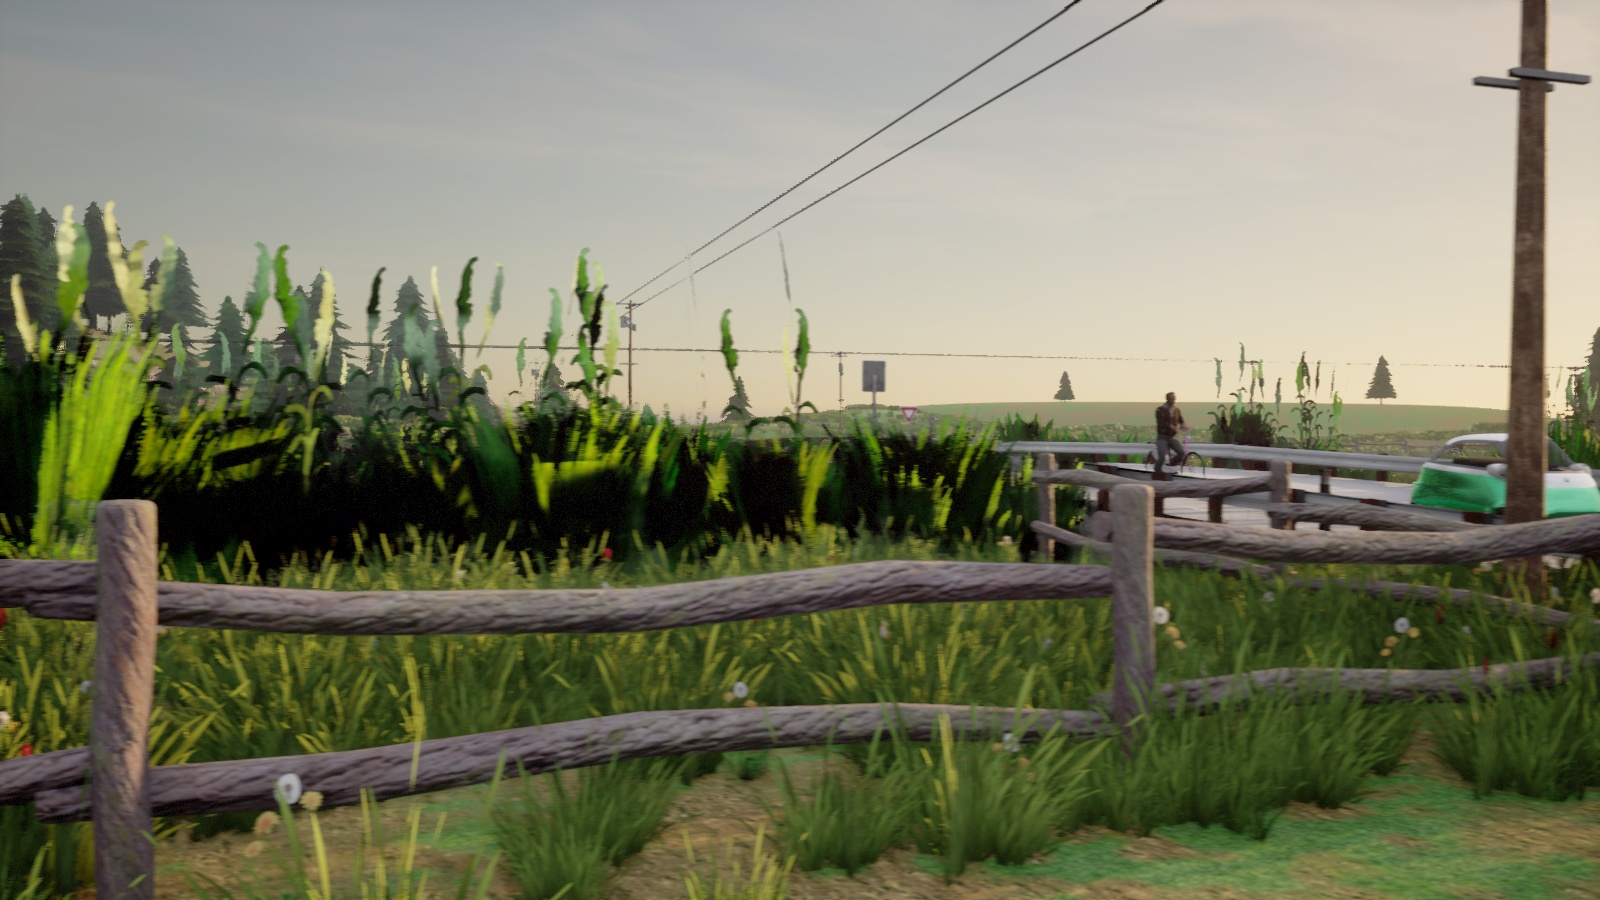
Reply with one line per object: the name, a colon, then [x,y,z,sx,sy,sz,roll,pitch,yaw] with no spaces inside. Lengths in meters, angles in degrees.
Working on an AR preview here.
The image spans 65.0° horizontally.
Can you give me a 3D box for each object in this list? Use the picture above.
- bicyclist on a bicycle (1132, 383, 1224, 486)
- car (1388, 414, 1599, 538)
bicyclist on a bicycle: [6.762,-0.305,22.558,0.659,1.776,1.843,-1,3,-17]
car: [8.910,0.269,15.929,1.481,1.376,2.207,-1,4,-18]
